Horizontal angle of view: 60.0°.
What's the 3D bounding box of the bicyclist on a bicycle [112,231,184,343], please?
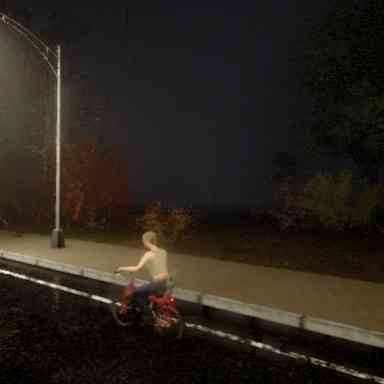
[{"bbox_3d":[-0.729,1.413,5.177,1.509,1.612,0.866,0,0,35],"label":"bicyclist on a bicycle"}]
